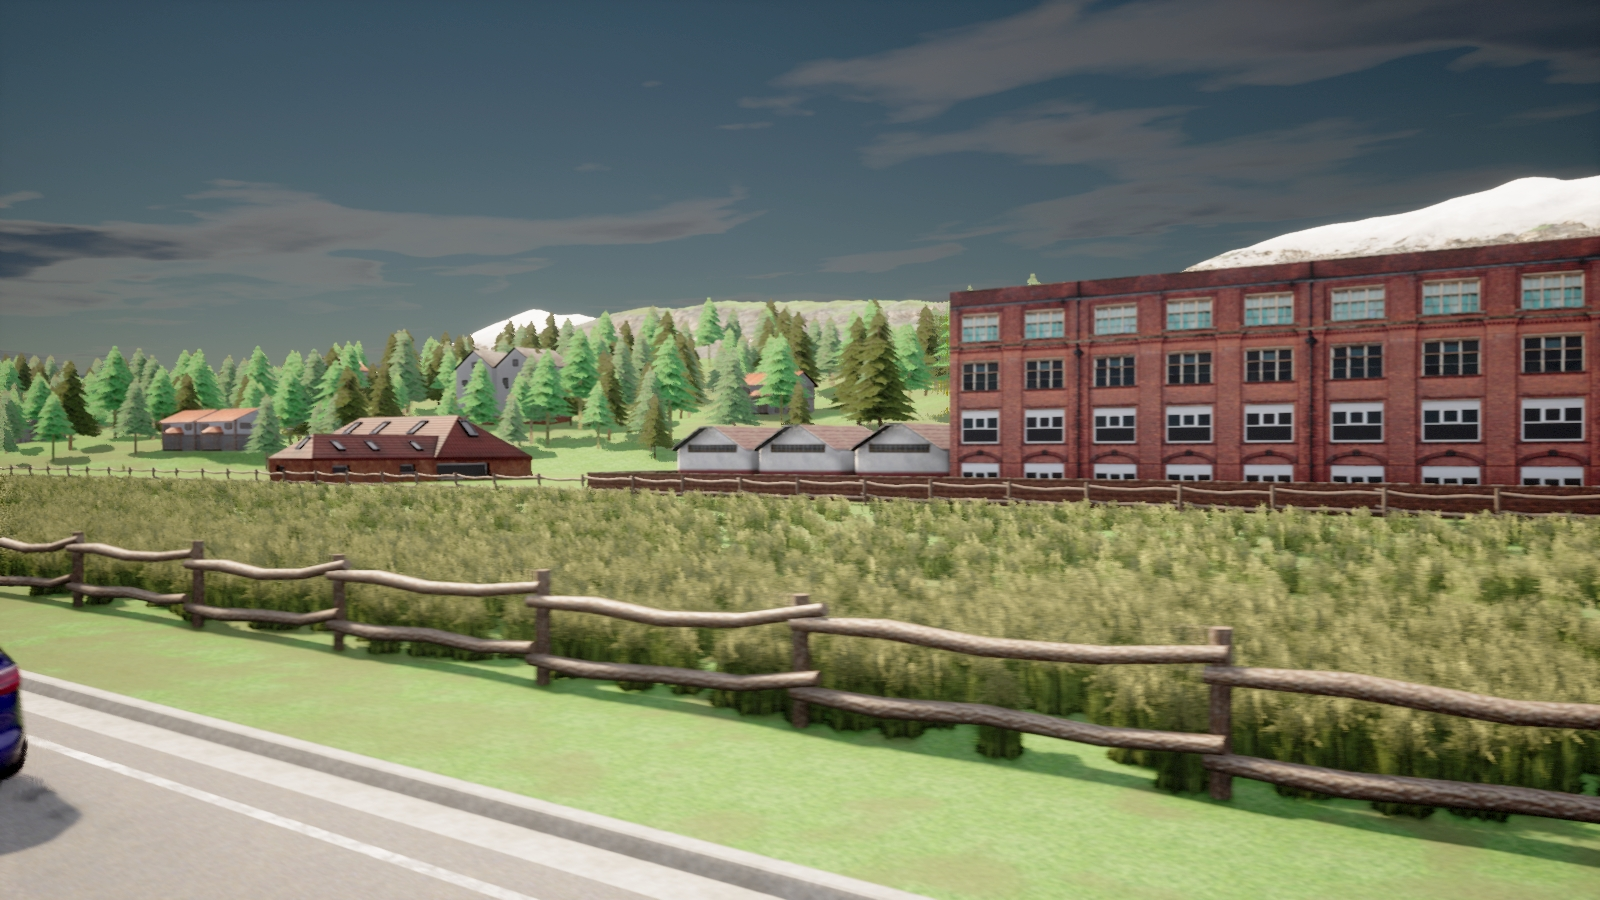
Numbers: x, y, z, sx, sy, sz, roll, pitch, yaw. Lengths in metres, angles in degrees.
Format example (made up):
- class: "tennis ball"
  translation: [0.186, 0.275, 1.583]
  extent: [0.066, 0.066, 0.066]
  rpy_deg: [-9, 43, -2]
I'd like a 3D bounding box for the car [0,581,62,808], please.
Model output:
- class: "car"
  translation: [-8.564, 1.974, 9.722]
  extent: [4.611, 1.667, 2.242]
  rpy_deg: [0, 0, 35]
